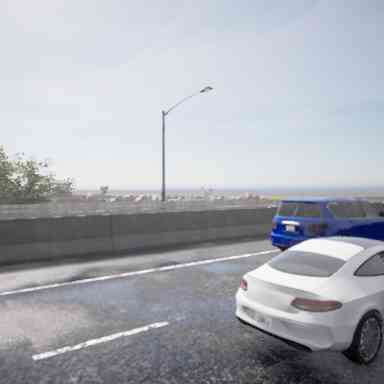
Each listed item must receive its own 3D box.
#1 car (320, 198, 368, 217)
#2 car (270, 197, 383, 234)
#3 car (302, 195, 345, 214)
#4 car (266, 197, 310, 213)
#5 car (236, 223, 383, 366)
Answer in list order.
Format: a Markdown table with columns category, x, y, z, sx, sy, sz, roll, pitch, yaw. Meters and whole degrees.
| category | x | y | z | sx | sy | sz | roll | pitch | yaw |
| --- | --- | --- | --- | --- | --- | --- | --- | --- | --- |
| car | 14.467 | 1.404 | 31.485 | 5.008 | 1.535 | 1.882 | 0 | 0 | -35 |
| car | 5.202 | 1.196 | 11.749 | 5.566 | 2.045 | 2.150 | 0 | 0 | -35 |
| car | 14.062 | 1.274 | 35.491 | 4.553 | 1.767 | 2.097 | 0 | 0 | -35 |
| car | 10.851 | 1.417 | 37.500 | 4.902 | 1.511 | 2.128 | 0 | 0 | -35 |
| car | 2.822 | 1.513 | 5.755 | 4.674 | 1.442 | 1.812 | 0 | 0 | -35 |
